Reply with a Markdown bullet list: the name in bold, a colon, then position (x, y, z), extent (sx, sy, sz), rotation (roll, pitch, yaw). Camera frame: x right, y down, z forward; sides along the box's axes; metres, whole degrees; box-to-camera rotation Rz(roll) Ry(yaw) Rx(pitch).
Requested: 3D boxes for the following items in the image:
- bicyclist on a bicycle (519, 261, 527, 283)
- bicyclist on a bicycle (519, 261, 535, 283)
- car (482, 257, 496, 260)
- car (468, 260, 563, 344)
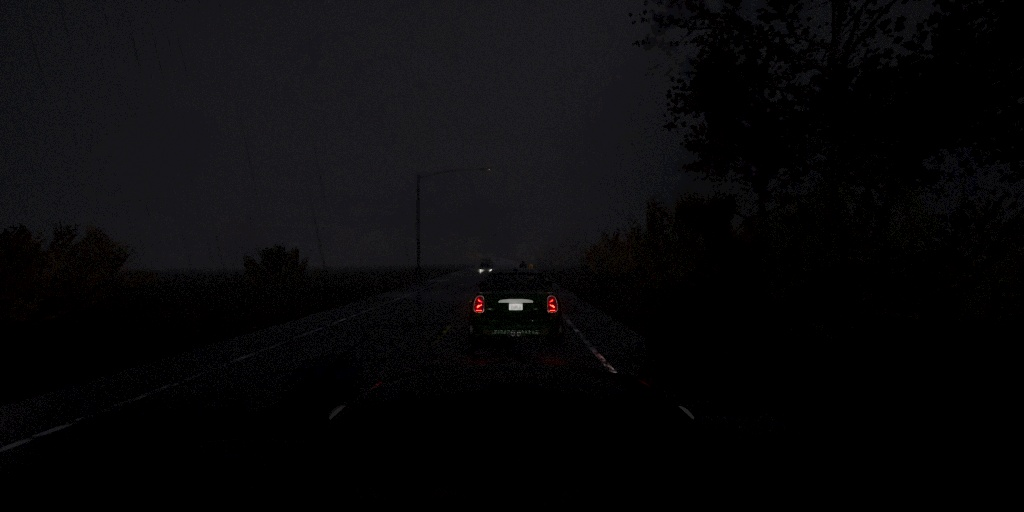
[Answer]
- **bicyclist on a bicycle**: position (0.842, 1.191, 27.212), extent (0.582, 1.620, 1.656), rotation (0, 0, 0)
- **bicyclist on a bicycle**: position (0.904, 1.179, 17.095), extent (0.866, 1.612, 1.509), rotation (0, 0, 0)
- **car**: position (-4.007, 1.082, 55.904), extent (2.097, 1.767, 4.553), rotation (0, 0, -1)
- **car**: position (0.073, 1.098, 9.751), extent (2.097, 1.767, 4.553), rotation (0, 0, 0)
